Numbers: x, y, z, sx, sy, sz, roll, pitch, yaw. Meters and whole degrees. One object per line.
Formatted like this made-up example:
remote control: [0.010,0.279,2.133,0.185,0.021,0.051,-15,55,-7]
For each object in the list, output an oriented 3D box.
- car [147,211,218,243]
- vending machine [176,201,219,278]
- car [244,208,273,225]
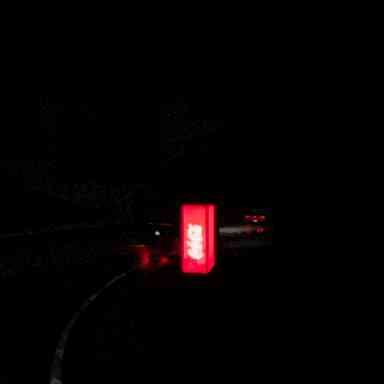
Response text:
car: [-0.330,1.748,17.635,2.128,1.511,4.902,-1,-1,33]
vending machine: [0.185,1.330,9.741,1.100,2.100,0.880,0,-1,12]
car: [6.139,2.011,28.037,1.895,1.301,4.718,-1,-1,31]
